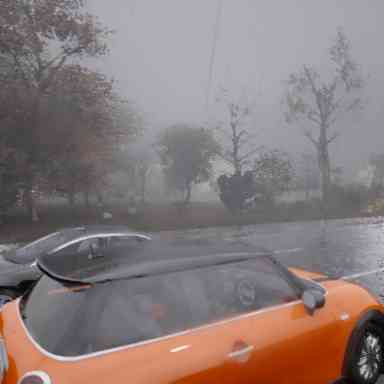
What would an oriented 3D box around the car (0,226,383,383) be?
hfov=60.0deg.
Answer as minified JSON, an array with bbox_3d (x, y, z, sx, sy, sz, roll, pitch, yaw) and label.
[{"bbox_3d":[0.269,1.341,3.790,4.553,1.767,2.097,0,0,-35],"label":"car"}]

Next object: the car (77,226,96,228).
[{"bbox_3d":[-2.225,1.471,6.592,4.902,1.511,2.128,0,0,-35],"label":"car"}]
